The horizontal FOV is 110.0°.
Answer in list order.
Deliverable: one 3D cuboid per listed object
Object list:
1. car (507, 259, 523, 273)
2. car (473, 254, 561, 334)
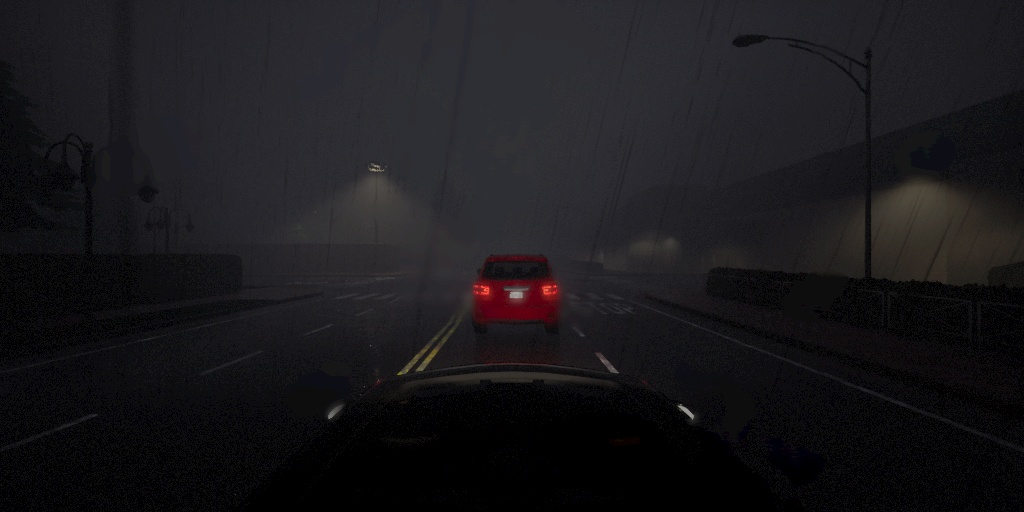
[{"bbox_3d":[0.362,1.228,45.623,1.882,1.535,5.008,0,0,1],"label":"car"},{"bbox_3d":[0.123,0.971,10.771,2.150,2.045,5.566,0,0,0],"label":"car"}]
